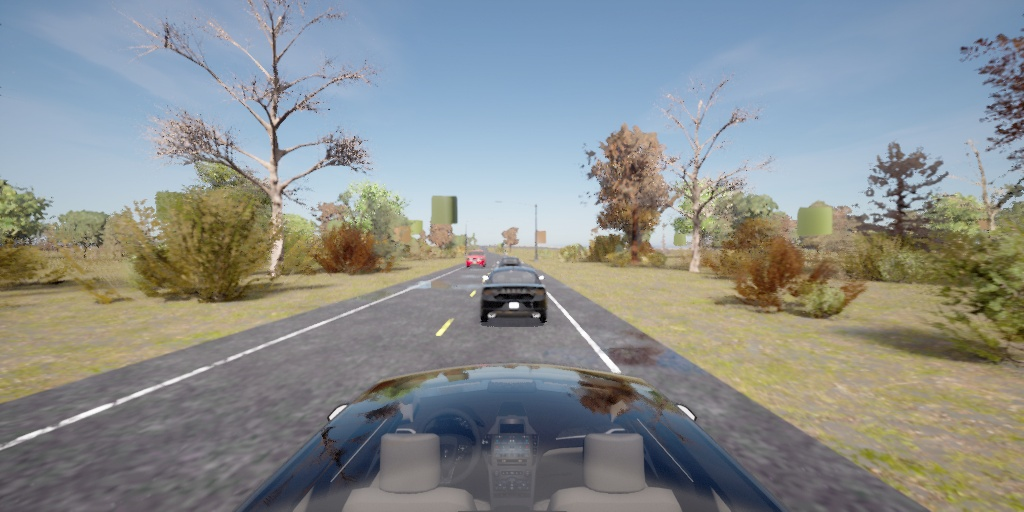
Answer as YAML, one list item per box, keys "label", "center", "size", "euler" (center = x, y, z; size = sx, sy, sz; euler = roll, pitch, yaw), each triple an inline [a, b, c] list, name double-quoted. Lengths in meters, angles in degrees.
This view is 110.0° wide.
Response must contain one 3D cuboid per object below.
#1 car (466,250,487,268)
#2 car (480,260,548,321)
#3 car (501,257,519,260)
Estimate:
- label: "car"
  center: [-4.150, 0.316, 42.104]
  size: [2.150, 2.045, 5.566]
  euler: [0, 1, -2]
- label: "car"
  center: [0.048, 1.066, 11.651]
  size: [1.882, 1.535, 5.008]
  euler: [0, 1, 0]
- label: "car"
  center: [-0.146, 0.827, 28.092]
  size: [1.837, 1.490, 4.892]
  euler: [0, 1, -1]
